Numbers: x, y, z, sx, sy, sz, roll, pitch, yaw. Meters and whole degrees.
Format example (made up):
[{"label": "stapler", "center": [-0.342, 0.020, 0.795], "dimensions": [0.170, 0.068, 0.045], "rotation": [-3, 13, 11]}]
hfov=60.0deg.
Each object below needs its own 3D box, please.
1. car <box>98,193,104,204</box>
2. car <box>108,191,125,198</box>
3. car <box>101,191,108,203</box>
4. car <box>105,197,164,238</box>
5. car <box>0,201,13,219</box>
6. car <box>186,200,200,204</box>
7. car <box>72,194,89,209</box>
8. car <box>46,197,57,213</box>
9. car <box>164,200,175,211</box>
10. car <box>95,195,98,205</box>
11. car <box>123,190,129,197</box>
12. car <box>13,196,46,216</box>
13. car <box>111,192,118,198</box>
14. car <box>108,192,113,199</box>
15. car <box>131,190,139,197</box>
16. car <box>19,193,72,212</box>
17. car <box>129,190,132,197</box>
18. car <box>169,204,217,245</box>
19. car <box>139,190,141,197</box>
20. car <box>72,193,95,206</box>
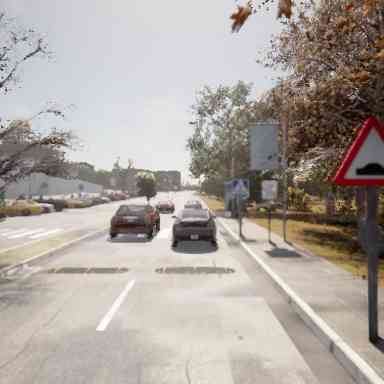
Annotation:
[{"label": "car", "center": [-16.828, 1.388, 52.481], "dimensions": [4.674, 1.452, 2.002], "rotation": [-1, 0, -20]}, {"label": "car", "center": [-16.790, 1.147, 67.497], "dimensions": [4.792, 1.488, 2.163], "rotation": [-1, 1, -20]}, {"label": "car", "center": [-16.856, 1.180, 55.468], "dimensions": [4.553, 1.767, 2.185], "rotation": [-1, 1, -20]}, {"label": "car", "center": [-2.900, 1.351, 17.858], "dimensions": [2.097, 1.767, 4.553], "rotation": [0, 0, 0]}, {"label": "car", "center": [-16.817, 1.519, 25.459], "dimensions": [4.792, 1.488, 2.163], "rotation": [-1, 0, -20]}, {"label": "car", "center": [0.101, 1.537, 33.769], "dimensions": [2.033, 1.411, 5.357], "rotation": [0, 0, 0]}, {"label": "car", "center": [-16.659, 1.429, 43.529], "dimensions": [5.366, 1.575, 1.946], "rotation": [-1, 0, -20]}, {"label": "car", "center": [-16.841, 1.519, 34.456], "dimensions": [4.674, 1.452, 2.002], "rotation": [-1, 0, -20]}, {"label": "car", "center": [-2.906, 1.580, 37.466], "dimensions": [1.895, 1.301, 4.718], "rotation": [0, 0, 0]}, {"label": "car", "center": [-16.853, 1.409, 49.457], "dimensions": [4.792, 1.488, 2.163], "rotation": [-1, 1, -20]}, {"label": "car", "center": [-16.794, 0.821, 70.495], "dimensions": [5.566, 2.045, 2.435], "rotation": [-1, 1, -20]}, {"label": "car", "center": [-17.010, 1.485, 31.383], "dimensions": [5.366, 1.575, 1.946], "rotation": [-1, 0, -20]}, {"label": "car", "center": [-16.813, 1.216, 61.480], "dimensions": [5.008, 1.535, 2.097], "rotation": [-1, 1, -20]}, {"label": "car", "center": [-16.824, 1.302, 58.481], "dimensions": [4.674, 1.452, 2.002], "rotation": [-1, 1, -20]}, {"label": "car", "center": [-16.834, 0.655, 82.464], "dimensions": [5.566, 2.045, 2.435], "rotation": [-1, 1, -20]}, {"label": "car", "center": [-16.812, 1.221, 37.475], "dimensions": [5.566, 2.045, 2.435], "rotation": [-1, 0, -20]}, {"label": "car", "center": [-16.638, 1.020, 73.551], "dimensions": [5.366, 1.575, 1.946], "rotation": [-1, 1, -20]}, {"label": "car", "center": [0.100, 1.505, 15.403], "dimensions": [1.837, 1.490, 4.892], "rotation": [0, 0, 0]}, {"label": "car", "center": [-16.774, 0.712, 88.492], "dimensions": [4.553, 1.767, 2.185], "rotation": [-1, 1, -20]}, {"label": "car", "center": [-16.858, 1.159, 46.455], "dimensions": [5.566, 2.045, 2.435], "rotation": [-1, 1, -20]}]
